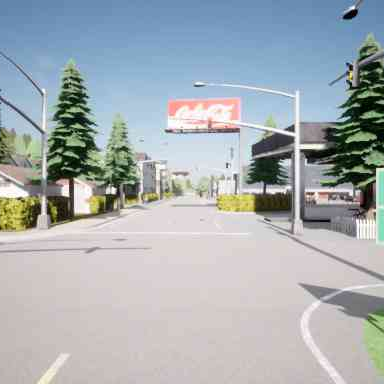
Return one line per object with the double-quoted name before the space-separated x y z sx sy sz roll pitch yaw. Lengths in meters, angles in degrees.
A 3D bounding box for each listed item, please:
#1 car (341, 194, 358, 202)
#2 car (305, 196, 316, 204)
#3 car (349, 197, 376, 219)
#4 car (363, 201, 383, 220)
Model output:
"car" 34.842 1.489 71.841 2.007 1.523 4.514 0 0 0
"car" 22.445 1.552 64.038 1.970 1.475 3.806 0 0 0
"car" 14.346 1.505 24.964 3.866 1.878 1.905 0 0 0
"car" 18.668 1.672 30.638 4.611 1.667 2.242 0 0 0
